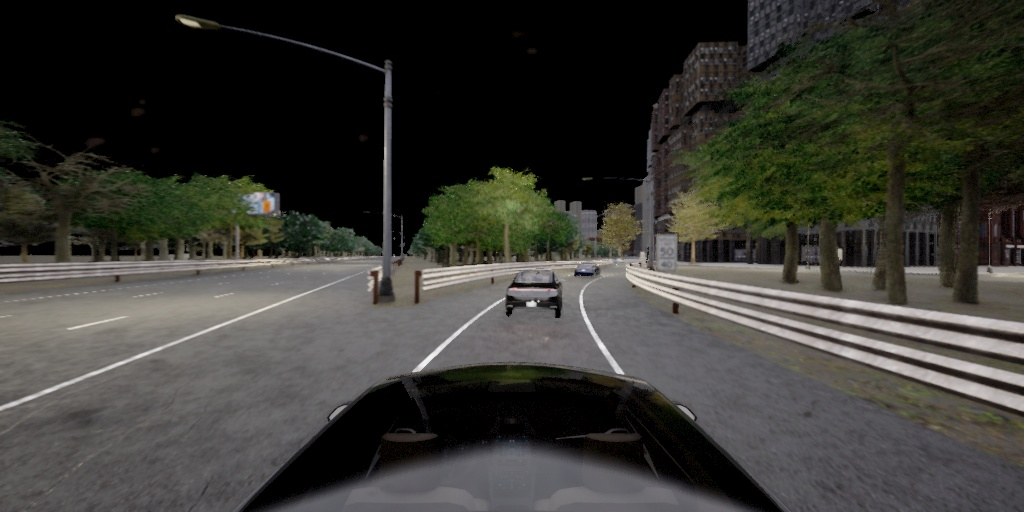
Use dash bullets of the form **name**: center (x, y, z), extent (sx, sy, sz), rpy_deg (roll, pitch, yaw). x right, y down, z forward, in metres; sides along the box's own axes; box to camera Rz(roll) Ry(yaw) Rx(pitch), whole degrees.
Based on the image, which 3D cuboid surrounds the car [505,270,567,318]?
- **car**: center (0.945, 1.247, 13.245), extent (2.128, 1.511, 4.902), rpy_deg (0, 0, 8)

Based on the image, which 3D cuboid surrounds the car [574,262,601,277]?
- **car**: center (7.690, 1.340, 36.188), extent (1.994, 1.385, 4.181), rpy_deg (0, 0, 25)
